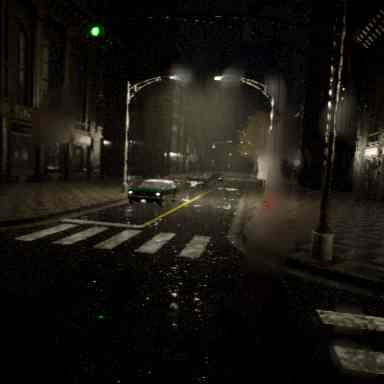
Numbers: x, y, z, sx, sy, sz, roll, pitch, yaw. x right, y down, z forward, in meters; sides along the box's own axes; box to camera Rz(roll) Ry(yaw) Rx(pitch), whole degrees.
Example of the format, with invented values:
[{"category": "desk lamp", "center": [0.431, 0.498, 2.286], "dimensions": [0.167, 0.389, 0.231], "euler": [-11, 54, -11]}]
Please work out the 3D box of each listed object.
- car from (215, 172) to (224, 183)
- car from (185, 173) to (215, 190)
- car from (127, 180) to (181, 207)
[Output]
[{"category": "car", "center": [3.936, -2.236, 51.313], "dimensions": [1.837, 1.490, 4.892], "euler": [4, 4, 10]}, {"category": "car", "center": [0.618, -1.106, 33.311], "dimensions": [2.128, 1.511, 4.902], "euler": [4, 5, 10]}, {"category": "car", "center": [-2.019, -0.009, 18.756], "dimensions": [1.895, 1.301, 4.718], "euler": [4, 5, 10]}]
